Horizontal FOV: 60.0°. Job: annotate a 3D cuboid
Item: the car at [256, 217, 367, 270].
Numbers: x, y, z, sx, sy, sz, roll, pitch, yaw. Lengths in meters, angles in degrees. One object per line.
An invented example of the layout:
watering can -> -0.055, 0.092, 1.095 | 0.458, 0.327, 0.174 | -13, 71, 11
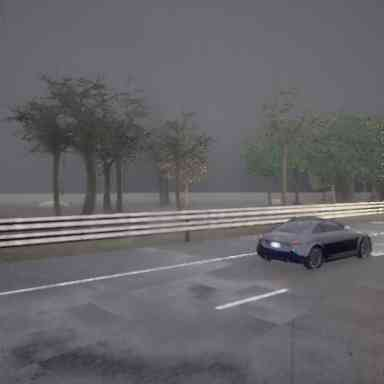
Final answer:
car -> 4.100, 1.520, 10.973 | 4.181, 1.385, 1.994 | 0, 0, -36

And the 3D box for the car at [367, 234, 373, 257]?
car -> 6.955, 1.444, 8.711 | 4.902, 1.511, 2.128 | 0, 0, -36
